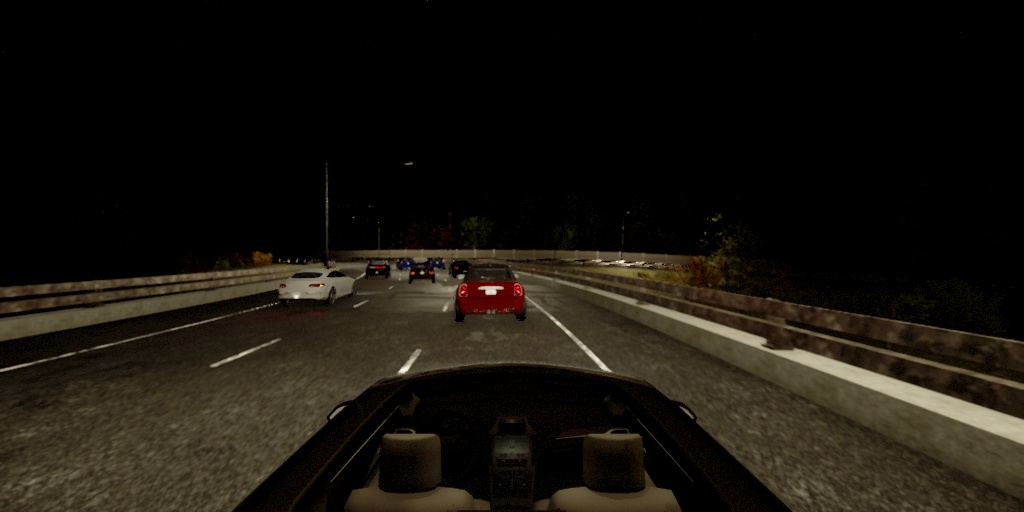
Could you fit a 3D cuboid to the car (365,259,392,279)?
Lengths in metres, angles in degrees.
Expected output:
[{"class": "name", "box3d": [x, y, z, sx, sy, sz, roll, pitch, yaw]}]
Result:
[{"class": "car", "box3d": [-11.622, 1.126, 31.367, 2.128, 1.511, 4.902, 0, 0, -16]}]

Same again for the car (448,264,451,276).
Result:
[{"class": "car", "box3d": [-4.619, 1.142, 32.328, 1.812, 1.442, 4.674, 0, 0, -16]}]

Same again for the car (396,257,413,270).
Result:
[{"class": "car", "box3d": [-14.015, 0.919, 47.312, 2.097, 1.767, 4.553, 0, 1, -25]}]

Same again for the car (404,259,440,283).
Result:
[{"class": "car", "box3d": [-6.726, 1.193, 26.893, 2.033, 1.411, 5.357, 0, 0, -14]}]

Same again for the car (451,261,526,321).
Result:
[{"class": "car", "box3d": [-0.804, 1.052, 12.404, 2.097, 1.767, 4.553, 0, 0, -5]}]

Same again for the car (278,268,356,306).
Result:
[{"class": "car", "box3d": [-8.206, 1.228, 15.428, 1.812, 1.442, 4.674, 0, 0, -8]}]

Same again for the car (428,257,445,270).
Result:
[{"class": "car", "box3d": [-10.402, 0.909, 47.791, 2.097, 1.767, 4.553, 0, 0, -24]}]
